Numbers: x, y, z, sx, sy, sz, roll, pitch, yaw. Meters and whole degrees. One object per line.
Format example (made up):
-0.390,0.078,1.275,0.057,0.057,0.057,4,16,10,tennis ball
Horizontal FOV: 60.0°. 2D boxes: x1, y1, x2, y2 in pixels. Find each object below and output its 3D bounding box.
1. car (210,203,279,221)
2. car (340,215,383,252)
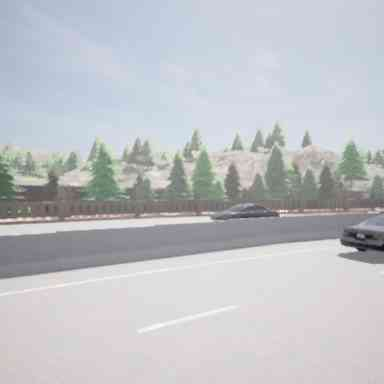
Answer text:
3.519,1.538,22.136,4.892,1.490,1.837,0,0,-27,car
8.009,1.544,12.530,5.357,1.411,2.033,0,0,-27,car
